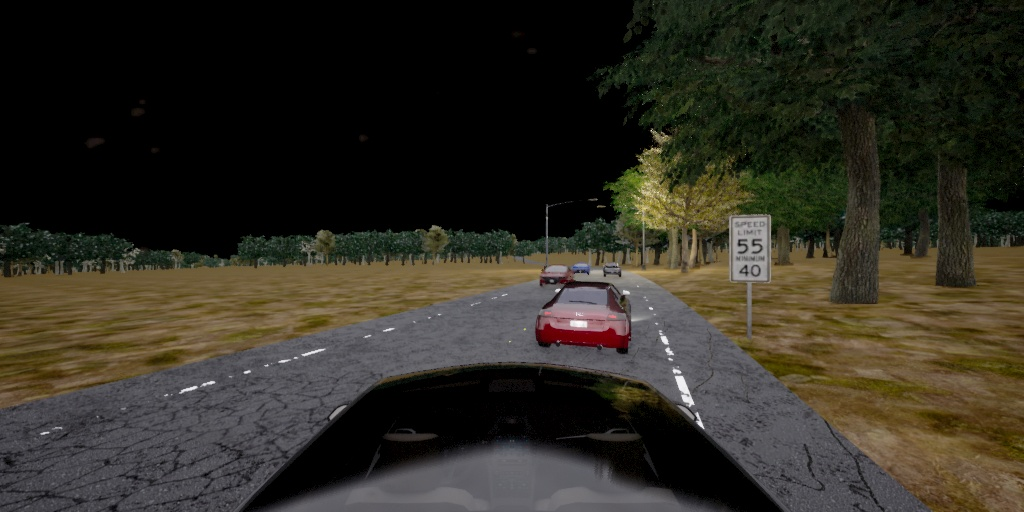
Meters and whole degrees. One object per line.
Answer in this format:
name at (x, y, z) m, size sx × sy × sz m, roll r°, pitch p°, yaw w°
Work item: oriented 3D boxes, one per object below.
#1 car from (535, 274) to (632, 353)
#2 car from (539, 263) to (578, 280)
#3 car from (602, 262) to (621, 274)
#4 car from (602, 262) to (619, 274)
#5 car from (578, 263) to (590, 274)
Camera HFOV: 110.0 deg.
car at (1.960, 1.326, 9.031) m, size 1.994 × 1.385 × 4.181 m, roll 0°, pitch 0°, yaw 18°
car at (3.212, 1.343, 25.056) m, size 1.882 × 1.535 × 5.008 m, roll 0°, pitch -1°, yaw 16°
car at (11.093, 1.519, 39.657) m, size 2.128 × 1.511 × 4.902 m, roll 0°, pitch -1°, yaw 15°
car at (13.612, 1.629, 49.765) m, size 2.128 × 1.511 × 4.902 m, roll 0°, pitch -1°, yaw 14°
car at (8.520, 1.564, 43.787) m, size 1.882 × 1.535 × 5.008 m, roll 0°, pitch -1°, yaw 14°
